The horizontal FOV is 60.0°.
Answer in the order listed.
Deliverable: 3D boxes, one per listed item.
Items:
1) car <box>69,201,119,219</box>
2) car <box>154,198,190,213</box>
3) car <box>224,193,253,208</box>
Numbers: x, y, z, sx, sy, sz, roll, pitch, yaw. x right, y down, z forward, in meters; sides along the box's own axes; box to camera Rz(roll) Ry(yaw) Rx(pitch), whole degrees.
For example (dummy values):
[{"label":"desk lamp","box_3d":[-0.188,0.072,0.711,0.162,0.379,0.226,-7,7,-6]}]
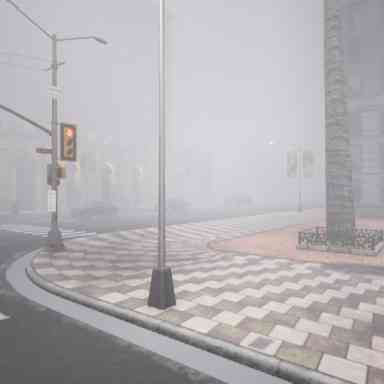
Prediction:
[{"label":"car","box_3d":[-8.695,1.526,29.897,1.812,1.442,4.674,0,0,39]},{"label":"car","box_3d":[-2.244,1.504,38.083,1.837,1.490,4.892,0,0,38]},{"label":"car","box_3d":[7.052,1.222,49.856,2.150,2.045,5.566,0,0,38]}]
